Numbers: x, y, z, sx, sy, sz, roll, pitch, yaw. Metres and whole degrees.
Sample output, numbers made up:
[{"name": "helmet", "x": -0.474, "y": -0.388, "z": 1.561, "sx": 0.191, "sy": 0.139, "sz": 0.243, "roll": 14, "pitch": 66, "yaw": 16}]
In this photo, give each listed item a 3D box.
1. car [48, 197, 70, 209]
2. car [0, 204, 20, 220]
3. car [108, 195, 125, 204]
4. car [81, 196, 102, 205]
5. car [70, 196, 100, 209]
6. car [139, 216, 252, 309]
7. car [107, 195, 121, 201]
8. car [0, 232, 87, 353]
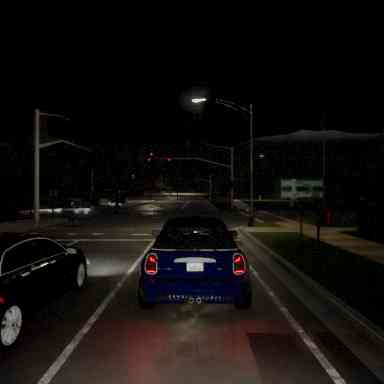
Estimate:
[{"name": "car", "x": -18.169, "y": 1.491, "z": 46.141, "sx": 2.128, "sy": 1.511, "sz": 4.902, "roll": 0, "pitch": 0, "yaw": 1}, {"name": "car", "x": -14.993, "y": 1.601, "z": 24.866, "sx": 1.895, "sy": 1.301, "sz": 4.718, "roll": 0, "pitch": 0, "yaw": 1}, {"name": "car", "x": -14.328, "y": 1.525, "z": 64.391, "sx": 1.812, "sy": 1.442, "sz": 4.674, "roll": 0, "pitch": 0, "yaw": 1}, {"name": "car", "x": -17.932, "y": 1.492, "z": 59.695, "sx": 2.128, "sy": 1.511, "sz": 4.902, "roll": 0, "pitch": 0, "yaw": 1}, {"name": "car", "x": -14.664, "y": 1.547, "z": 46.489, "sx": 2.033, "sy": 1.411, "sz": 5.357, "roll": 0, "pitch": 0, "yaw": 1}, {"name": "car", "x": 0.067, "y": 1.352, "z": 8.026, "sx": 2.097, "sy": 1.767, "sz": 4.553, "roll": 0, "pitch": 0, "yaw": 0}, {"name": "car", "x": -17.631, "y": 1.412, "z": 75.462, "sx": 1.895, "sy": 1.301, "sz": 4.718, "roll": 0, "pitch": 0, "yaw": 1}, {"name": "car", "x": -3.443, "y": 1.505, "z": 6.120, "sx": 1.837, "sy": 1.490, "sz": 4.892, "roll": 0, "pitch": 0, "yaw": 0}]
